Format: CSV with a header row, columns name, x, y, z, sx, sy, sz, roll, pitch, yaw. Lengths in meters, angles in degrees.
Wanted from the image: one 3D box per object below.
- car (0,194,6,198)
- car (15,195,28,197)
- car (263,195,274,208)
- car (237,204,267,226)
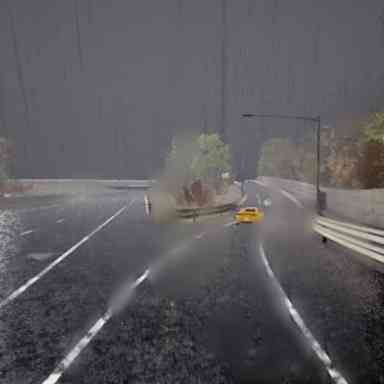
name,x,y,z,sx,sy,sz,roll,pitch,yaw
car,-33.867,1.100,57.697,2.097,1.767,4.553,0,0,-8
car,-30.574,1.280,59.395,2.128,1.511,4.902,0,0,-8
car,13.692,1.931,59.353,1.812,1.442,4.674,1,2,13
car,5.187,2.106,29.355,1.882,1.535,5.008,1,-1,18
